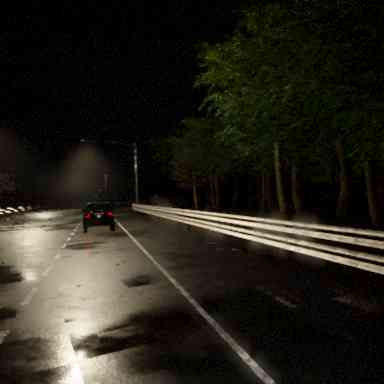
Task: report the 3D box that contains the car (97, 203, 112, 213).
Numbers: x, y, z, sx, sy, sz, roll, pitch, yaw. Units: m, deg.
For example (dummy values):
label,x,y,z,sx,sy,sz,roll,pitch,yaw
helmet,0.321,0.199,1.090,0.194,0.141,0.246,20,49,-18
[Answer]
label,x,y,z,sx,sy,sz,roll,pitch,yaw
car,-15.355,2.820,58.645,1.837,1.490,4.892,-3,-1,-7

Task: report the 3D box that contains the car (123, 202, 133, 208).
label,x,y,z,sx,sy,sz,roll,pitch,yaw
car,-15.223,3.080,80.726,1.812,1.442,4.674,-3,-1,8

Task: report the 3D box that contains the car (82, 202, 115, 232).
label,x,y,z,sx,sy,sz,roll,pitch,yaw
car,-7.092,1.809,25.271,2.150,2.045,5.566,-2,-1,-16
